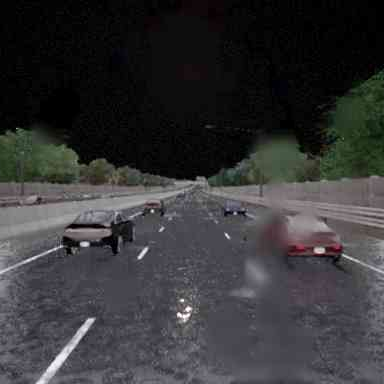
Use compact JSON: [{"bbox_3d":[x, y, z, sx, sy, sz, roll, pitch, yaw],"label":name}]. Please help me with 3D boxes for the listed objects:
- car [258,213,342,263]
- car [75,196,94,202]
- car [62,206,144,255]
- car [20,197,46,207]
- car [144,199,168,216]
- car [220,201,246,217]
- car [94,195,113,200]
[{"bbox_3d":[3.599,1.473,11.683,1.812,1.442,4.674,0,0,0],"label":"car"},{"bbox_3d":[-17.553,1.385,54.520,1.895,1.301,4.718,0,0,1],"label":"car"},{"bbox_3d":[-3.402,1.434,12.973,2.128,1.511,4.902,0,0,0],"label":"car"},{"bbox_3d":[-21.080,1.351,44.335,1.812,1.442,4.674,0,0,0],"label":"car"},{"bbox_3d":[-3.404,1.381,31.009,1.837,1.490,4.892,0,0,0],"label":"car"},{"bbox_3d":[3.596,1.481,29.871,1.895,1.301,4.718,0,0,0],"label":"car"},{"bbox_3d":[-14.055,1.286,54.714,1.837,1.490,4.892,0,1,1],"label":"car"}]
